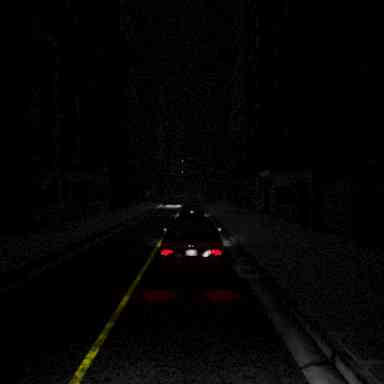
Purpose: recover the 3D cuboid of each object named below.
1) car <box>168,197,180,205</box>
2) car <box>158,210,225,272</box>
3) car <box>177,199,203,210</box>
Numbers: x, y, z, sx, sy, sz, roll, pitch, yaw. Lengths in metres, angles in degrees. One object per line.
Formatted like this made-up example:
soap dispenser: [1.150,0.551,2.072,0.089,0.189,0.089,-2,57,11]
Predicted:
car: [-2.872,1.469,54.478,1.994,1.385,4.181,0,0,0]
car: [0.004,1.532,10.661,2.033,1.411,5.357,0,0,1]
car: [0.005,1.522,27.935,1.994,1.385,4.181,0,0,0]
